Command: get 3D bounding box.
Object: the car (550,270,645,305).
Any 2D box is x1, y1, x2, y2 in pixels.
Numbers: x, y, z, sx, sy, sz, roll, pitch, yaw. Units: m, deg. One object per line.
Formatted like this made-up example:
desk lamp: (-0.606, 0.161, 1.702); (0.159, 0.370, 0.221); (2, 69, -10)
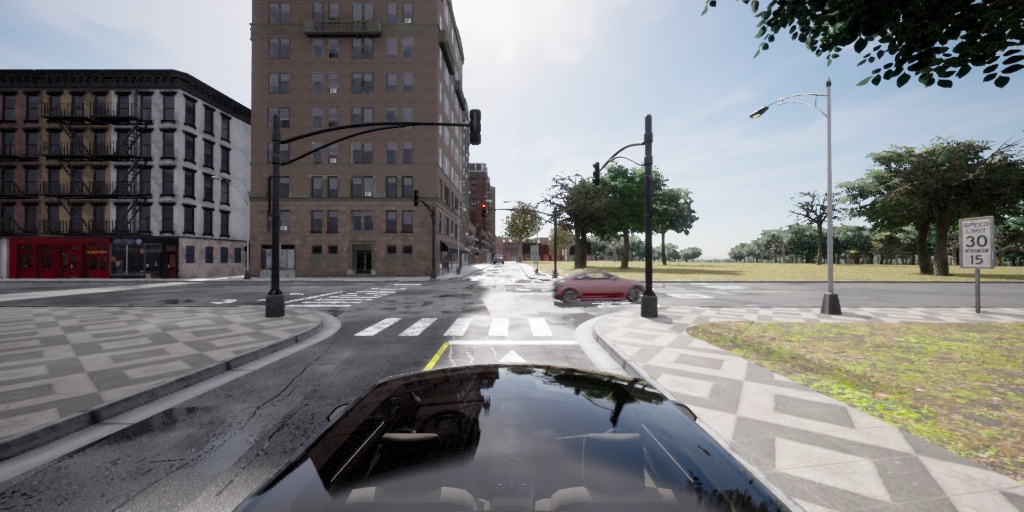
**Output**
car: (3.745, 1.303, 15.418); (4.181, 1.385, 1.994); (-1, -1, 0)
